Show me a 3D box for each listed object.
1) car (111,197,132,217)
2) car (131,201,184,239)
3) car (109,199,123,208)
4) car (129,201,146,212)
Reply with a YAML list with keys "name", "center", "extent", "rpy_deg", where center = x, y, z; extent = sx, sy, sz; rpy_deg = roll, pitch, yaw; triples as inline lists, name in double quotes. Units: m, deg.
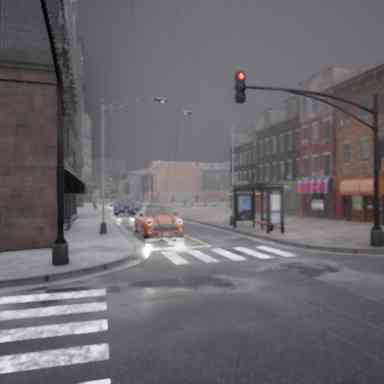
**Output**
- name: "car"
  center: [-7.717, 1.636, 37.798]
  extent: [2.150, 2.045, 5.566]
  rpy_deg: [0, -1, -17]
- name: "car"
  center: [-1.933, 1.538, 18.687]
  extent: [2.097, 1.767, 4.553]
  rpy_deg: [0, -1, -17]
- name: "car"
  center: [-12.086, 1.806, 52.599]
  extent: [1.895, 1.301, 4.718]
  rpy_deg: [0, -1, -17]
- name: "car"
  center: [-8.060, 2.095, 48.957]
  extent: [1.994, 1.385, 4.181]
  rpy_deg: [0, -1, -16]
